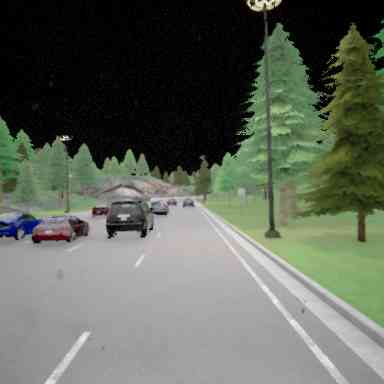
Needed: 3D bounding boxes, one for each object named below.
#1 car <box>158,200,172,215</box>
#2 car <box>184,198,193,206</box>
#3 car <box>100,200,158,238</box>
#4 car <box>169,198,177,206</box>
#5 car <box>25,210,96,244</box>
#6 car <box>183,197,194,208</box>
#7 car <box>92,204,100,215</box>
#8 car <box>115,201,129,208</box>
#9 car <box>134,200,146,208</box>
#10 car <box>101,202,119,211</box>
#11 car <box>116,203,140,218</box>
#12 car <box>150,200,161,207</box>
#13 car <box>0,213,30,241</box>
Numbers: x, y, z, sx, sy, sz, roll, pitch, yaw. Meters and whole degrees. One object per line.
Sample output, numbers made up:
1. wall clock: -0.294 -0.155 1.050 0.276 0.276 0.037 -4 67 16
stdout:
1. car: -3.807 2.056 40.081 1.994 1.385 4.181 -2 -1 -1
2. car: -0.756 2.094 70.744 1.837 1.490 4.892 -2 -1 -1
3. car: -3.593 1.520 20.050 2.150 2.045 5.566 -2 -1 -1
4. car: -4.274 2.163 72.340 2.097 1.767 4.553 -2 -1 -1
5. car: -7.063 1.954 18.335 1.994 1.385 4.181 -2 -1 -1
6. car: -0.646 1.940 60.715 2.097 1.767 4.553 -2 -1 -1
7. car: -10.816 2.194 40.940 1.882 1.535 5.008 -2 -1 -1
8. car: -14.741 2.615 70.196 1.895 1.301 4.718 -2 -1 -1
9. car: -11.266 2.523 72.288 1.837 1.490 4.892 -2 -1 -1
10. car: -14.623 2.557 59.749 2.033 1.411 5.357 -2 -1 -1
11. car: -7.289 2.089 38.408 1.837 1.490 4.892 -2 -1 -1
12. car: -7.758 2.432 71.495 1.812 1.442 4.674 -2 -1 -1
13. car: -10.583 1.992 20.111 1.882 1.535 5.008 -2 -1 -1
